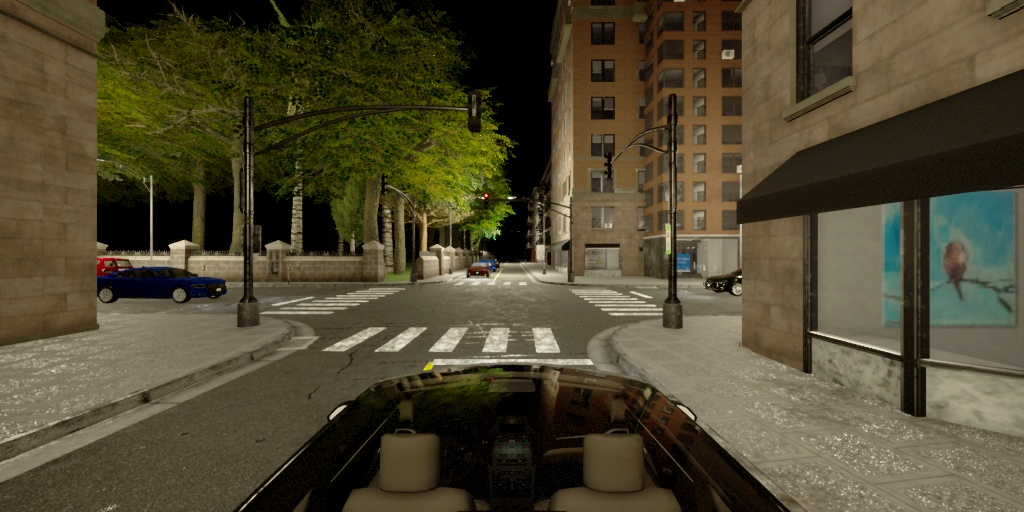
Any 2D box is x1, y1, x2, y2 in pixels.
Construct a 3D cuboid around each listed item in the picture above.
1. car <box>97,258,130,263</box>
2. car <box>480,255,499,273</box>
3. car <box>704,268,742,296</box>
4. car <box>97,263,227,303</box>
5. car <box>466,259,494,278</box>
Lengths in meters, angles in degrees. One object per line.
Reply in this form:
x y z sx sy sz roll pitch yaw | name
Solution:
-25.924 1.035 21.778 5.009 1.841 2.192 0 0 1 | car
-3.042 0.929 44.266 2.150 2.045 5.566 0 0 0 | car
12.689 1.271 18.683 4.892 1.490 1.837 0 0 1 | car
-15.473 1.212 15.860 5.008 1.535 1.882 0 0 0 | car
-3.056 1.293 33.608 1.994 1.385 4.181 0 0 0 | car
